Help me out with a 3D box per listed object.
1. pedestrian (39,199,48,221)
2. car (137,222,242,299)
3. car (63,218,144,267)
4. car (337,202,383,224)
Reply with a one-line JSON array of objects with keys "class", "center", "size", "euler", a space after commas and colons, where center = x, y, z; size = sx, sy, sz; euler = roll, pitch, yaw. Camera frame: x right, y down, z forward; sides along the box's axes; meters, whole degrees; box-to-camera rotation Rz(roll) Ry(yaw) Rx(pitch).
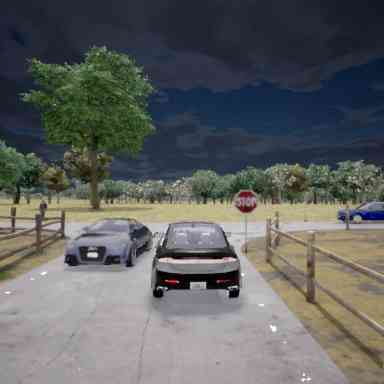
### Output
[{"class": "pedestrian", "center": [-12.140, 1.437, 27.030], "size": [0.375, 1.860, 0.375], "euler": [0, -1, 0]}, {"class": "car", "center": [0.041, 1.505, 8.517], "size": [2.128, 1.511, 4.902], "euler": [0, 0, -2]}, {"class": "car", "center": [-2.650, 1.583, 11.333], "size": [1.994, 1.385, 4.181], "euler": [0, 0, 5]}, {"class": "car", "center": [13.096, 1.487, 23.979], "size": [5.008, 1.535, 1.882], "euler": [0, -2, 0]}]
